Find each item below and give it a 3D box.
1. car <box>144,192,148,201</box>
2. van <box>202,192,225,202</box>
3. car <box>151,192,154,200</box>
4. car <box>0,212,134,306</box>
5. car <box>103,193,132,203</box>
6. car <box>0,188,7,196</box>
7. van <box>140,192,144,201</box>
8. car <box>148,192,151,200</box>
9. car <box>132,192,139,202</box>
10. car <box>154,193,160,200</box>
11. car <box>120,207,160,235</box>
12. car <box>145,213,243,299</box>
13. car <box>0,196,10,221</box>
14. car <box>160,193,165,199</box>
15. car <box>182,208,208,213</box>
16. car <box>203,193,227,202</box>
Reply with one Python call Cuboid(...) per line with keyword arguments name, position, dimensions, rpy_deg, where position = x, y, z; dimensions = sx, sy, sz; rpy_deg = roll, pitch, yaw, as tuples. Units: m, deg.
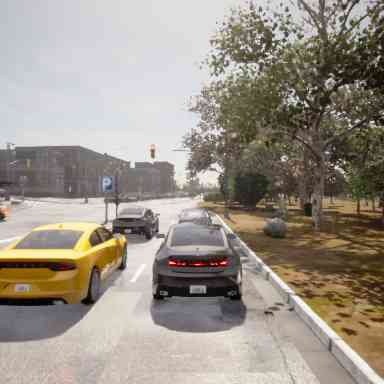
Cuboid(name="car", position=(-13.000, 1.322, 75.273), dimensions=(4.892, 1.521, 2.231), rpy_deg=(-1, 0, -14))
Cuboid(name="van", position=(4.294, 1.043, 65.910), dimensions=(4.442, 1.987, 1.878), rpy_deg=(1, 0, -14))
Cuboid(name="car", position=(-12.254, 1.360, 81.270), dimensions=(4.674, 1.452, 2.002), rpy_deg=(-1, 0, -13))
Cuboid(name="car", position=(-2.891, 1.487, 8.152), dimensions=(1.882, 1.535, 5.008), rpy_deg=(0, 0, 0))
Cuboid(name="car", position=(-14.434, 1.359, 63.318), dimensions=(4.792, 1.488, 2.163), rpy_deg=(-1, 0, -15))
Cuboid(name="car", position=(-31.156, 0.138, 54.189), dimensions=(2.002, 1.452, 4.674), rpy_deg=(6, -3, -19))
Cuboid(name="van", position=(-13.228, 1.094, 72.302), dimensions=(4.442, 1.987, 1.878), rpy_deg=(-1, 0, -14))
Cuboid(name="car", position=(-12.627, 1.360, 78.268), dimensions=(4.674, 1.452, 2.002), rpy_deg=(-1, 0, -13))
Cuboid(name="car", position=(-13.788, 1.316, 66.310), dimensions=(5.366, 1.575, 1.946), rpy_deg=(-1, 0, -15))
Cuboid(name="car", position=(-11.438, 1.358, 87.252), dimensions=(4.674, 1.452, 2.002), rpy_deg=(-1, 0, -12))
Cuboid(name="car", position=(-2.848, 1.529, 17.444), dimensions=(1.837, 1.490, 4.892), rpy_deg=(0, 0, 1))
Cuboid(name="car", position=(0.110, 1.514, 8.434), dimensions=(1.837, 1.490, 4.892), rpy_deg=(0, 0, 0))
Cuboid(name="car", position=(-16.623, 1.404, 25.512), dimensions=(4.553, 1.767, 2.185), rpy_deg=(-1, 0, -19))
Cuboid(name="car", position=(-10.987, 1.066, 90.258), dimensions=(5.566, 2.045, 2.435), rpy_deg=(-1, 0, -12))
Cuboid(name="car", position=(0.159, 1.572, 18.136), dimensions=(2.033, 1.411, 5.357), rpy_deg=(0, 0, 1))
Cuboid(name="car", position=(4.678, 1.142, 68.879), dimensions=(4.553, 1.767, 2.185), rpy_deg=(1, 0, -14))
